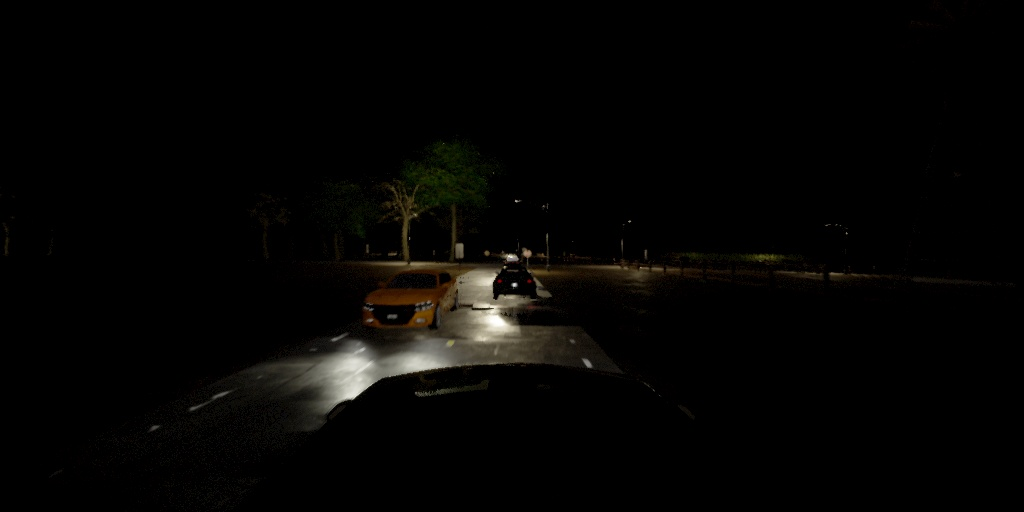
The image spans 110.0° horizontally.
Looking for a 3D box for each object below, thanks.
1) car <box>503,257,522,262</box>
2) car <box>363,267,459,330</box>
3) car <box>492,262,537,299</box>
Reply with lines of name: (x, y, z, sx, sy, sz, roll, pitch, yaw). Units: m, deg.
car: (0.074, 0.886, 39.251, 2.128, 1.511, 4.902, 0, 1, 0)
car: (-2.826, 1.144, 10.987, 1.882, 1.535, 5.008, 0, 1, 0)
car: (0.108, 1.173, 17.201, 1.994, 1.385, 4.181, 0, 1, 0)
